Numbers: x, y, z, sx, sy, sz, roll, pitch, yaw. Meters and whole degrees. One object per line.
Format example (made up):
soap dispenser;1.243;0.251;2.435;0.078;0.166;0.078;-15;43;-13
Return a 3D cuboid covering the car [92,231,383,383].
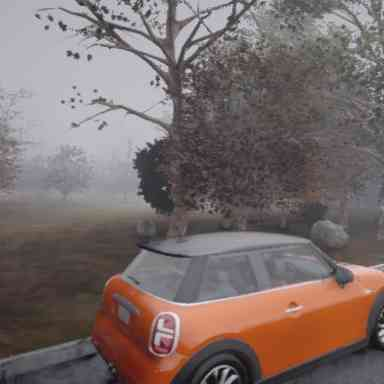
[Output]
car;1.039;1.365;4.799;4.553;1.767;2.185;0;0;-33
